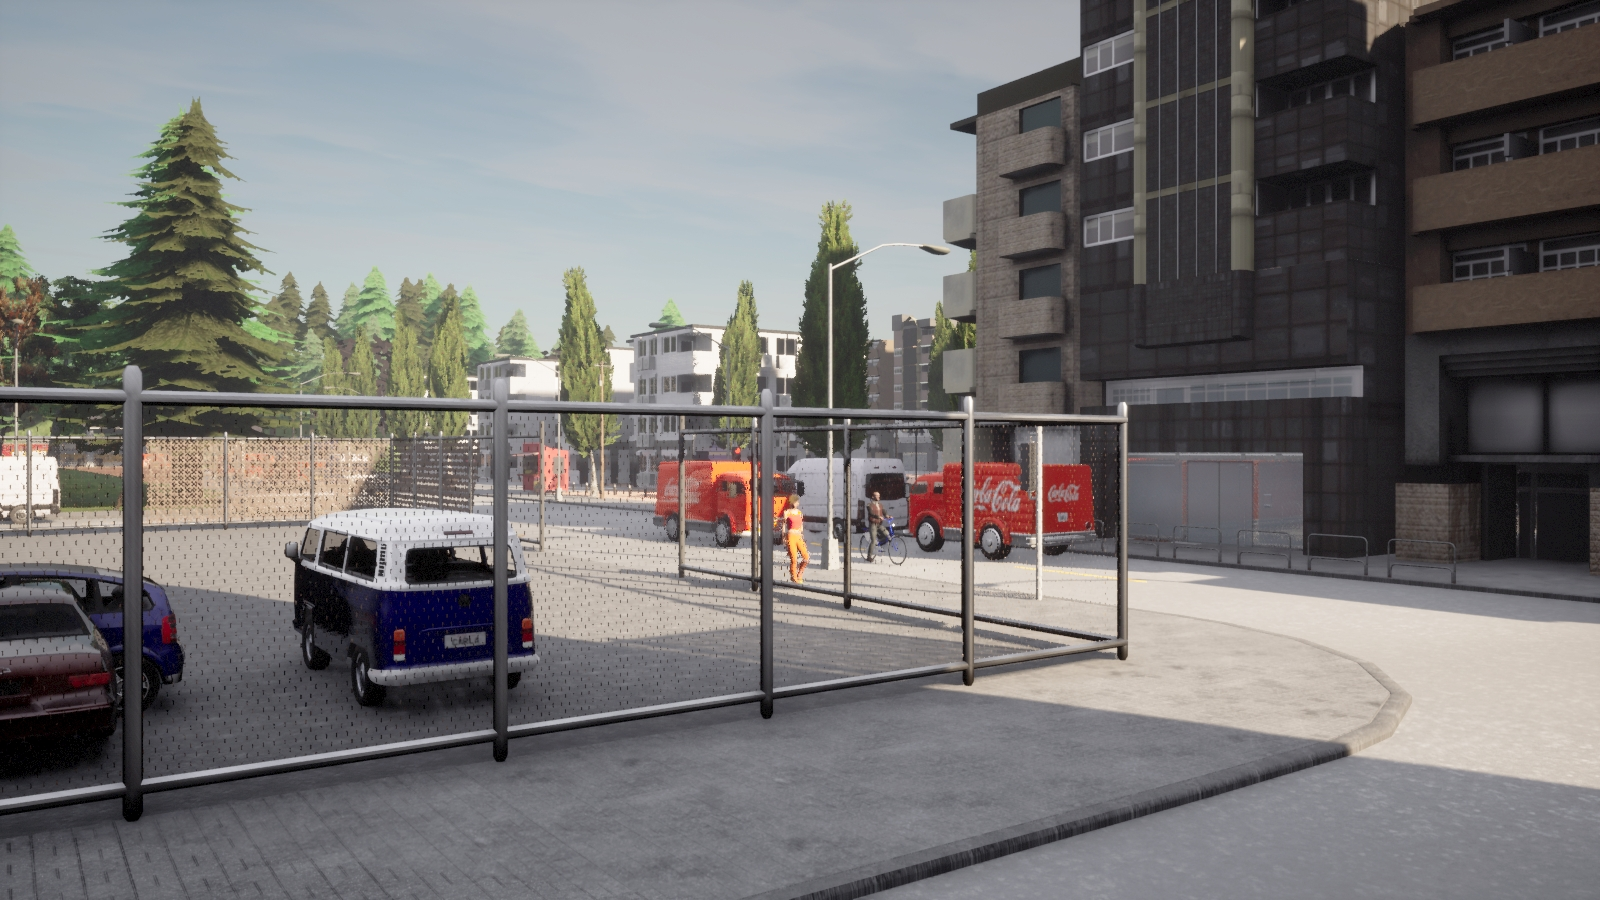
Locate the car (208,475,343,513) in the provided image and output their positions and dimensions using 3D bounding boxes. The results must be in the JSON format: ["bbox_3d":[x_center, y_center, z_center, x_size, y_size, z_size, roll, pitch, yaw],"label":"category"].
[{"bbox_3d":[-22.380,1.841,48.808,4.892,1.480,2.231,0,0,-36],"label":"car"}]

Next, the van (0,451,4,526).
[{"bbox_3d":[-30.384,1.314,38.452,5.915,2.561,1.988,0,0,-35],"label":"van"}]

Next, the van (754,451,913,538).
[{"bbox_3d":[0.943,1.314,36.724,1.988,2.561,5.915,0,0,-35],"label":"van"}]

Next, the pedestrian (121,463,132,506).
[{"bbox_3d":[-29.684,1.526,50.368,0.375,1.860,0.375,0,0,-35],"label":"pedestrian"}]

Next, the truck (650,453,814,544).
[{"bbox_3d":[-2.144,1.344,34.306,2.627,2.467,5.204,0,0,-34],"label":"truck"}]

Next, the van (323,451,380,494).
[{"bbox_3d":[-27.847,1.314,70.790,1.988,2.561,5.915,0,0,-35],"label":"van"}]

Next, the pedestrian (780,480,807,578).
[{"bbox_3d":[-0.127,1.524,22.086,0.375,1.860,0.375,0,0,-36],"label":"pedestrian"}]

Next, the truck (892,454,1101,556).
[{"bbox_3d":[5.157,1.349,30.740,2.627,2.467,5.204,0,0,-35],"label":"truck"}]

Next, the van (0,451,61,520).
[{"bbox_3d":[-31.140,1.314,42.654,5.915,2.561,1.988,0,0,-34],"label":"van"}]
